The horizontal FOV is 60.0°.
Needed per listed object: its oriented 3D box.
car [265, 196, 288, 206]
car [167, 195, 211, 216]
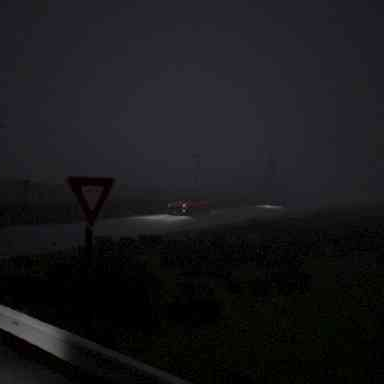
[{"bbox_3d":[12.172,1.235,47.639,2.033,1.411,5.357,2,1,34],"label":"car"},{"bbox_3d":[-0.173,1.071,29.119,2.097,1.767,4.553,2,1,33],"label":"car"}]
